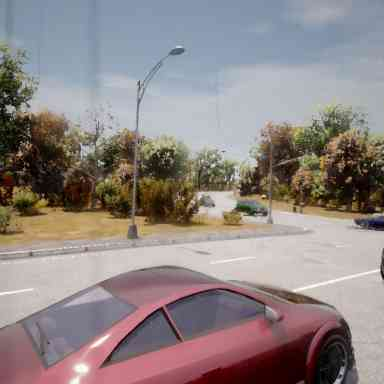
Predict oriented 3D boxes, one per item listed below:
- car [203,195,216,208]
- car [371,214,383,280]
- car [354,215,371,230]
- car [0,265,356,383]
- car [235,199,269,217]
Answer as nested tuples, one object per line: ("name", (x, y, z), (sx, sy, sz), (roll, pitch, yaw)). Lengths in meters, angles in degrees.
("car", (2.670, 1.818, 57.306), (1.837, 1.490, 4.892), (3, 1, -13))
("car", (6.996, 1.487, 8.778), (4.553, 1.767, 2.097), (2, -1, -35))
("car", (15.015, 2.356, 25.357), (1.895, 1.301, 4.718), (3, -2, -28))
("car", (-0.028, 1.572, 3.727), (4.181, 1.385, 1.994), (0, 0, -36))
("car", (7.402, 1.971, 41.639), (2.150, 2.045, 5.566), (3, 0, -20))
